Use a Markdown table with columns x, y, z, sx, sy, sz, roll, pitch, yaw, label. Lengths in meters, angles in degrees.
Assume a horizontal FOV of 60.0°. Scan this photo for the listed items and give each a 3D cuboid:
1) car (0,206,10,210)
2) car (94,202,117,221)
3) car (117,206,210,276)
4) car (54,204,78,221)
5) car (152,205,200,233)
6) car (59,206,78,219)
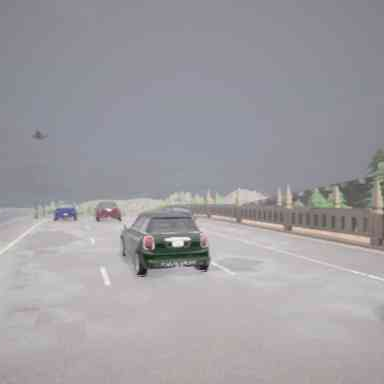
| x | y | z | sx | sy | sz | roll | pitch | yaw | label |
| --- | --- | --- | --- | --- | --- | --- | --- | --- | --- |
| -21.611 | 2.377 | 37.735 | 2.128 | 1.511 | 4.902 | 0 | -5 | -19 | car |
| -7.741 | 1.666 | 30.266 | 2.097 | 1.767 | 4.553 | 0 | -2 | -19 | car |
| -1.085 | 1.448 | 11.076 | 2.097 | 1.767 | 4.553 | 0 | -1 | -19 | car |
| -11.548 | 1.824 | 30.561 | 1.882 | 1.535 | 5.008 | 0 | -2 | -19 | car |
| -1.194 | 1.700 | 22.069 | 1.837 | 1.490 | 4.892 | 0 | -1 | -19 | car |
| -14.999 | 2.533 | 40.497 | 1.994 | 1.385 | 4.181 | 0 | -5 | -19 | car |
